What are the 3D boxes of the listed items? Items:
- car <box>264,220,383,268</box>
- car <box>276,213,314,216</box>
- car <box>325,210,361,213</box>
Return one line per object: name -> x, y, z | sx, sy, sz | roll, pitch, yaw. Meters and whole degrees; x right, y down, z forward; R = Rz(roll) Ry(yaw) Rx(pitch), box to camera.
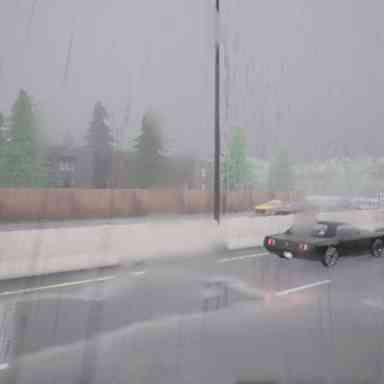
car -> 4.740, 1.633, 11.431 | 4.718, 1.301, 1.895 | 0, 0, -36
car -> 9.106, 1.553, 28.558 | 5.008, 1.535, 1.882 | 0, 0, -43
car -> 12.478, 1.585, 26.919 | 4.892, 1.490, 1.837 | 0, 0, -43
